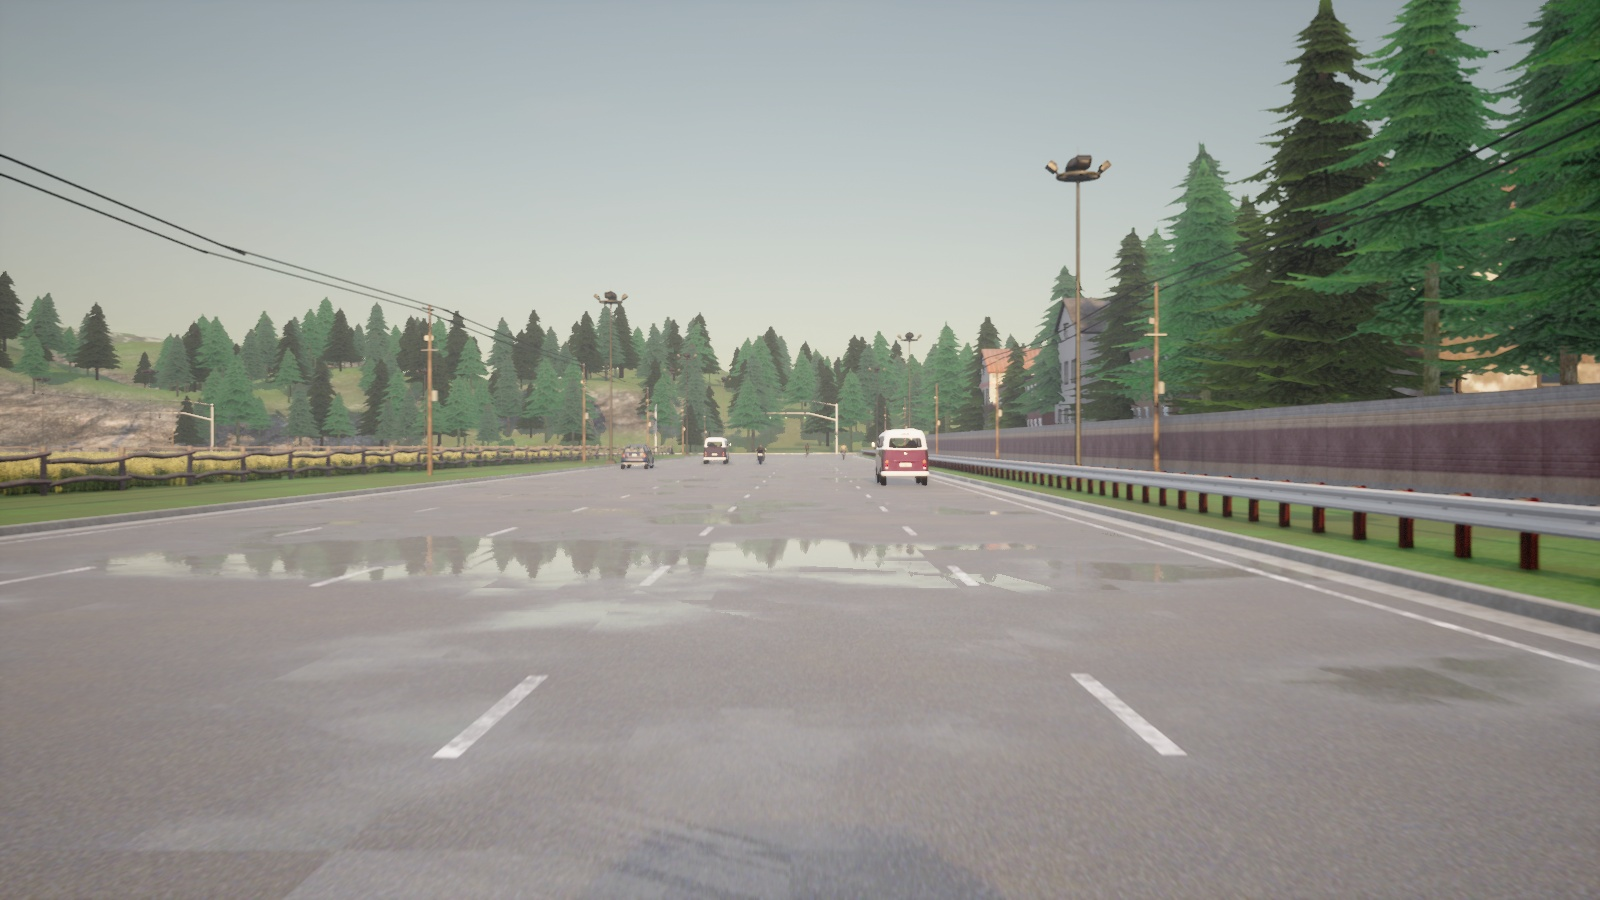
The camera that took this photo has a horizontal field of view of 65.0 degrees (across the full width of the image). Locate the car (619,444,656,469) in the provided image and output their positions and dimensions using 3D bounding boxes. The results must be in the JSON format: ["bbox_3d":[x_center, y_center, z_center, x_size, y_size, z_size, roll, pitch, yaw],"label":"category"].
[{"bbox_3d":[-10.038,0.387,77.721,1.789,1.549,3.705,0,0,0],"label":"car"}]

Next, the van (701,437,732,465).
[{"bbox_3d":[-6.428,0.055,96.898,2.069,2.038,4.480,0,1,0],"label":"van"}]

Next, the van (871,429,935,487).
[{"bbox_3d":[3.785,0.273,46.927,2.069,2.038,4.480,0,0,0],"label":"van"}]
